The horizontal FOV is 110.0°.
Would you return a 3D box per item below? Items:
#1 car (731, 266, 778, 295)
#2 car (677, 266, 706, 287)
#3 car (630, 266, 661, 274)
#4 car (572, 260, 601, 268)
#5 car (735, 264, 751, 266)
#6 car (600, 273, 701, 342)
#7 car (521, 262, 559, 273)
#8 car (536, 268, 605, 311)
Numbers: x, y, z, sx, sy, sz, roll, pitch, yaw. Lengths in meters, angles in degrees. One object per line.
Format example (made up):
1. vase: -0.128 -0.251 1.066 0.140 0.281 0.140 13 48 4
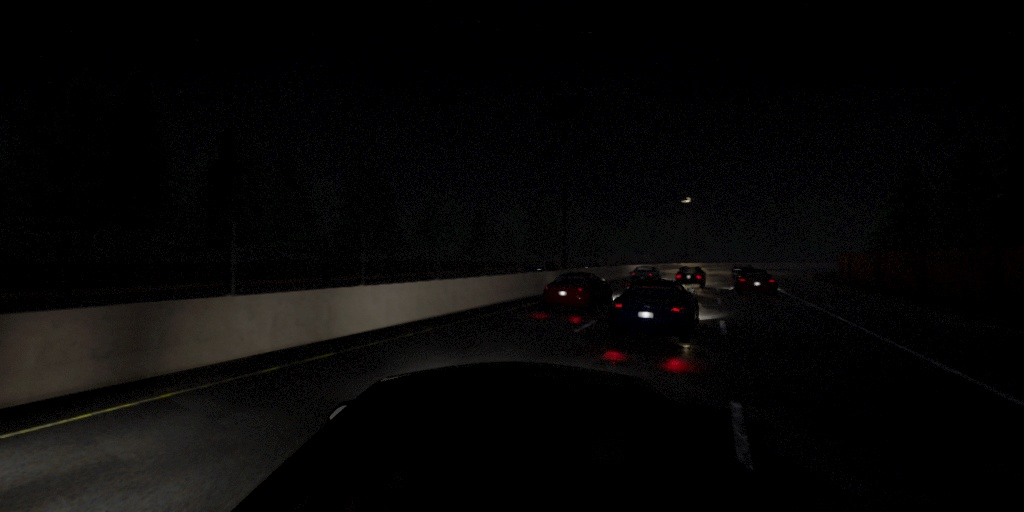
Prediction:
1. car: 14.250 1.477 21.174 1.994 1.385 4.181 0 0 29
2. car: 13.092 1.465 26.275 2.033 1.411 5.357 0 0 29
3. car: 11.464 1.517 30.506 1.895 1.301 4.718 0 0 30
4. car: 8.042 1.263 38.721 2.097 1.767 4.553 0 0 32
5. car: 23.212 1.515 36.046 2.128 1.511 4.902 0 0 34
6. car: 4.128 1.369 10.209 1.994 1.385 4.181 0 0 29
7. car: 3.225 1.350 37.497 1.882 1.535 5.008 0 0 31
8. car: 2.867 1.372 15.135 1.994 1.385 4.181 0 0 29
